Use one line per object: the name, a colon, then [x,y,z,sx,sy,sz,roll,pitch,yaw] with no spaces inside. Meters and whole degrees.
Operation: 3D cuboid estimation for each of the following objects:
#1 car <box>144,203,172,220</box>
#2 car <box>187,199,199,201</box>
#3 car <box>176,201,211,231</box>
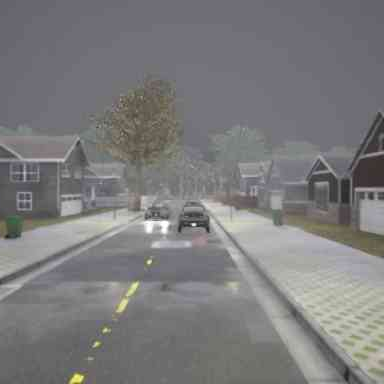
car: [-2.794,1.593,27.961,1.994,1.385,4.181,0,0,1]
car: [0.096,1.550,39.164,1.837,1.490,4.892,0,0,0]
car: [0.098,1.523,20.460,1.837,1.490,4.892,0,0,0]
